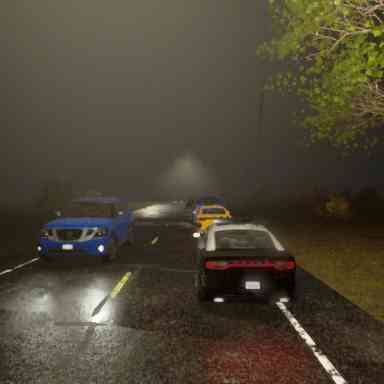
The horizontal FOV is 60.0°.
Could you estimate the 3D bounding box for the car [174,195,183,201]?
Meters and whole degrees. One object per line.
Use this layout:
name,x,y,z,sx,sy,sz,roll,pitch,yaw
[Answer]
car,-3.319,1.493,81.575,1.882,1.535,5.008,0,0,0

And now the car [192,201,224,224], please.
car,1.091,1.482,18.287,1.882,1.535,5.008,0,0,0

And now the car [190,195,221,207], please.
car,1.104,1.230,24.319,2.150,2.045,5.566,0,0,0

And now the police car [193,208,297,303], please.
police car,1.069,1.428,8.396,1.930,1.638,5.238,0,0,0

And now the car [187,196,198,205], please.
car,0.131,1.488,59.390,1.882,1.535,5.008,0,0,0

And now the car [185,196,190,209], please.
car,0.134,1.513,45.464,1.837,1.490,4.892,0,0,1

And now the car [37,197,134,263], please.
car,-3.572,1.224,12.332,2.150,2.045,5.566,0,0,0
